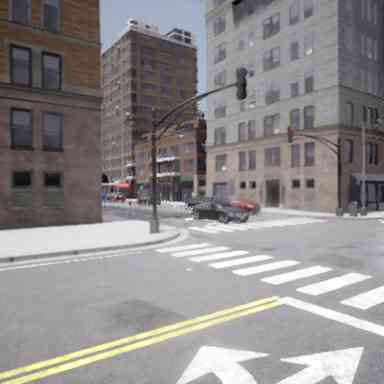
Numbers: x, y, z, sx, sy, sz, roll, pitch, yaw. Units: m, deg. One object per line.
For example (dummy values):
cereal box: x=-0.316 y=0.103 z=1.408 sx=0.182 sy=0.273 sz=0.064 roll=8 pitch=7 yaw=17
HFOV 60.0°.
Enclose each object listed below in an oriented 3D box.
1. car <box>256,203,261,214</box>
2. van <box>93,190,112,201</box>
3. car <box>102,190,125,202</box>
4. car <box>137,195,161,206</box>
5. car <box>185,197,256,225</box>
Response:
car: x=4.147 y=1.233 z=28.959 sx=1.802 sy=1.307 sz=4.206 roll=0 pitch=1 yaw=-35
van: x=-15.174 y=0.585 z=56.186 sx=1.690 sy=1.788 sz=3.998 roll=0 pitch=1 yaw=-35
car: x=-11.954 y=0.754 z=51.649 sx=1.967 sy=1.590 sz=4.097 roll=0 pitch=1 yaw=-35
car: x=-5.514 y=1.018 z=42.573 sx=1.947 sy=1.339 sz=4.313 roll=0 pitch=1 yaw=-35
car: x=1.789 y=1.303 z=22.475 sx=1.812 sy=1.442 sz=4.674 roll=-1 pitch=1 yaw=-35
